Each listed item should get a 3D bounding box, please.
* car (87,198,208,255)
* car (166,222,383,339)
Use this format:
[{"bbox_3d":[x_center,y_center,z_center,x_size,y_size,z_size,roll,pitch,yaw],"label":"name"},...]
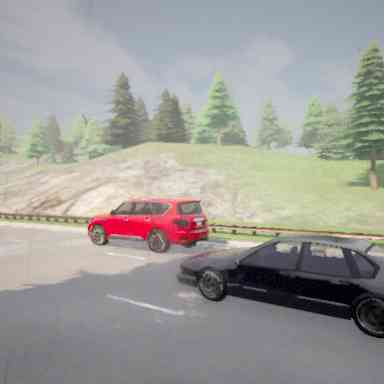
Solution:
[{"bbox_3d":[-1.933,1.281,13.889,5.566,2.045,2.150,0,0,35],"label":"car"},{"bbox_3d":[2.249,1.555,6.576,5.357,1.411,2.033,0,0,36],"label":"car"}]
